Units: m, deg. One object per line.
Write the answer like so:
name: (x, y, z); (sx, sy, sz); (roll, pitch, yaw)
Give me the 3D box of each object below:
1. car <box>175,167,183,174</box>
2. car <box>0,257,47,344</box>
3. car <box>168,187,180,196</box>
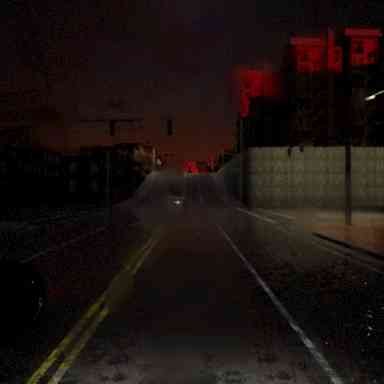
car: (-3.537, -5.666, 90.986); (2.150, 2.045, 5.566); (0, 12, 0)
car: (-3.590, 1.558, 4.253); (1.994, 1.385, 4.181); (0, 0, 0)
car: (-3.527, -0.161, 66.028); (1.837, 1.490, 4.892); (0, 9, 0)
